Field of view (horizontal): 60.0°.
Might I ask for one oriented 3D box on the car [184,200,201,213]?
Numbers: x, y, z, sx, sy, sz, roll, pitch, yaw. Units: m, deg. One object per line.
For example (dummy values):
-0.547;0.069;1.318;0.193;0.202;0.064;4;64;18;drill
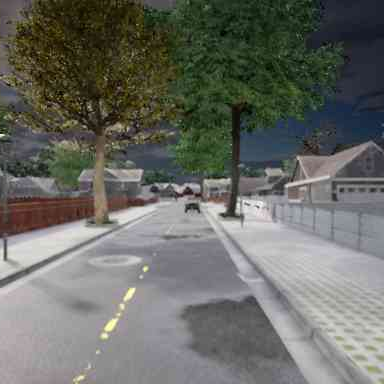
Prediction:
0.052;1.703;40.841;1.837;1.490;4.892;0;0;0;car
